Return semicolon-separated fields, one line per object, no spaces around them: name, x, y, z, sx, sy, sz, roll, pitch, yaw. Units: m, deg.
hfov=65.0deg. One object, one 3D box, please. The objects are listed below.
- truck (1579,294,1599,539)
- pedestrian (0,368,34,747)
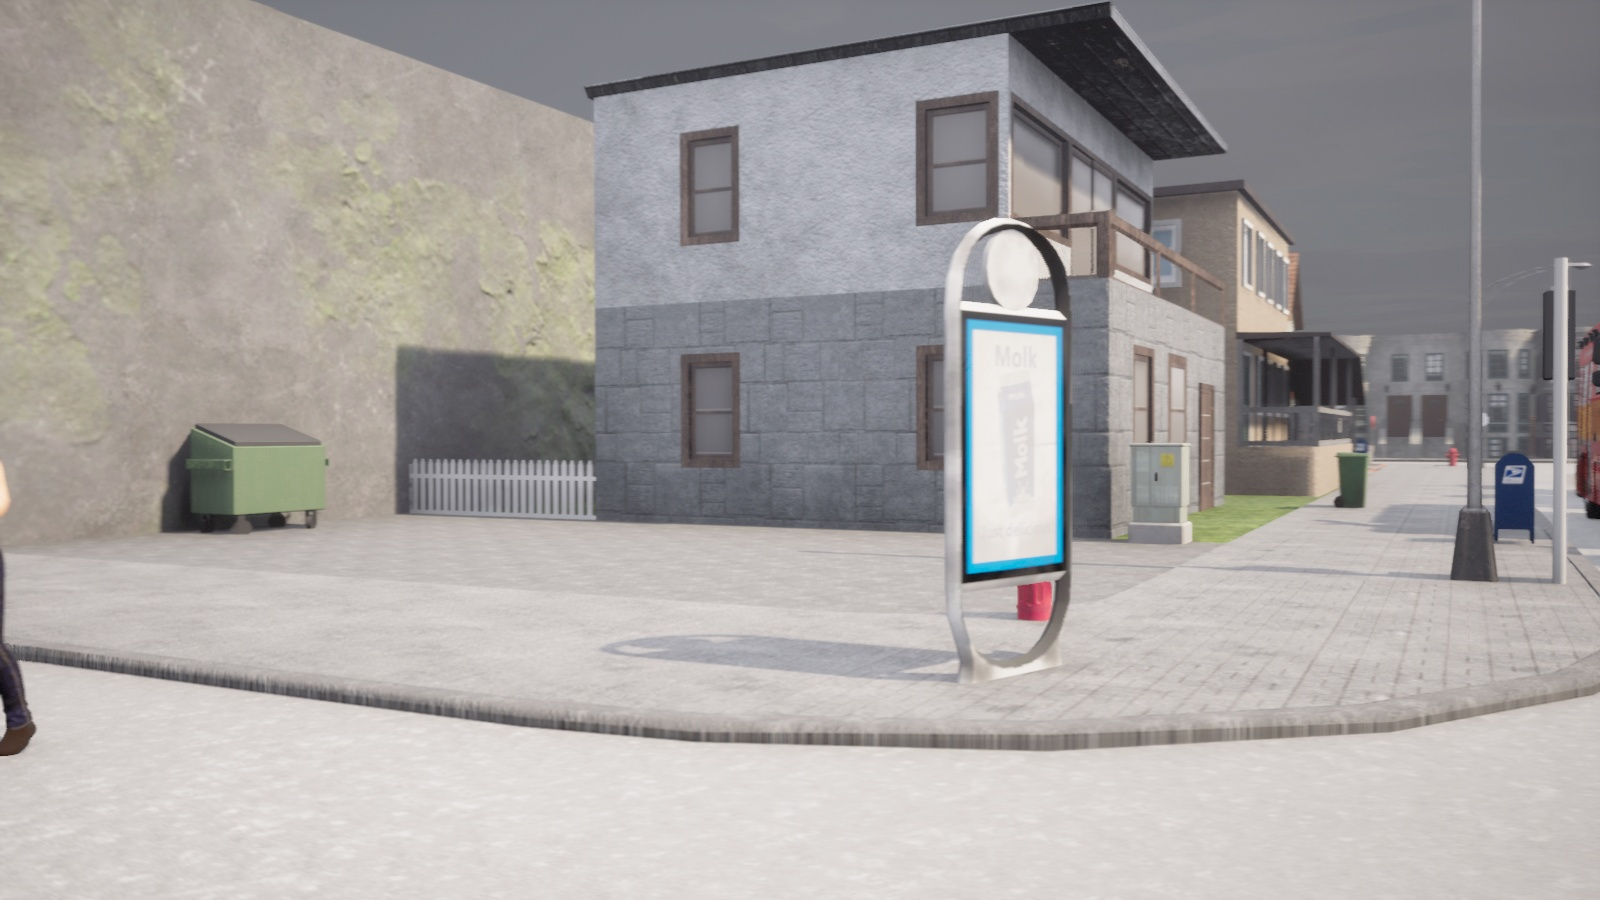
truck;13.968;-0.537;19.288;2.891;3.827;8.468;1;1;29
pedestrian;-4.054;0.521;6.005;0.345;1.836;0.594;0;1;12
